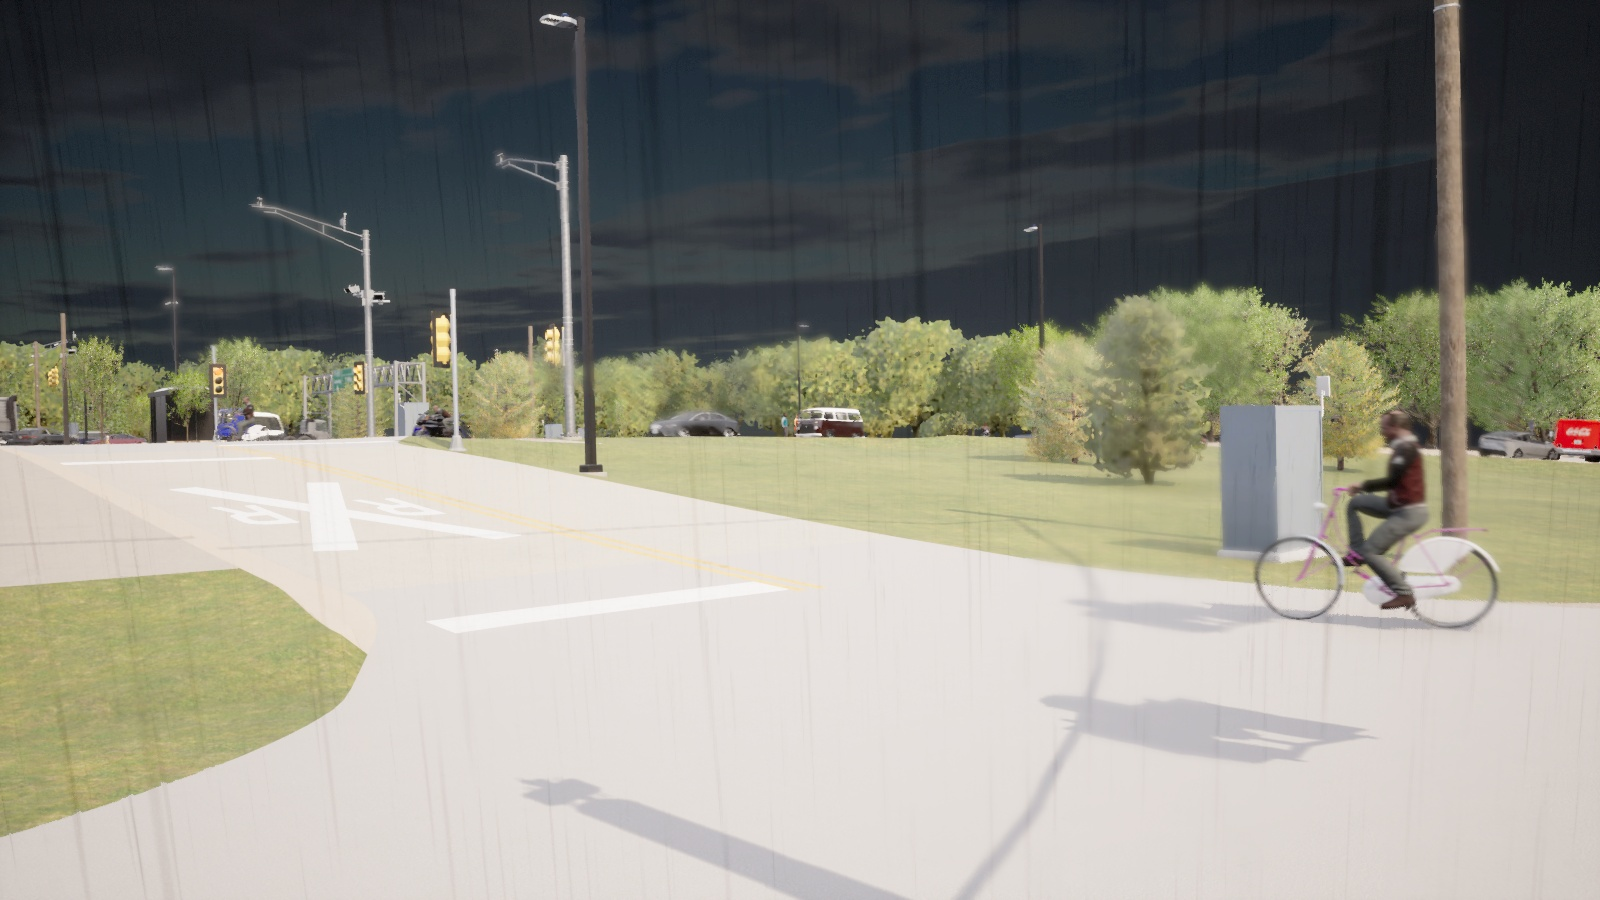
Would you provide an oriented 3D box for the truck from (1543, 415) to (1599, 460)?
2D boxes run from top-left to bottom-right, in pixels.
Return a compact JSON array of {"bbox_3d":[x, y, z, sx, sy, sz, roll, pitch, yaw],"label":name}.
[{"bbox_3d":[46.621,-0.723,75.775,2.627,2.467,5.204,4,1,28],"label":"truck"}]

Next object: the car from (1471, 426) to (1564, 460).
[{"bbox_3d":[37.494,-0.386,65.622,4.514,1.525,2.007,0,6,-28],"label":"car"}]

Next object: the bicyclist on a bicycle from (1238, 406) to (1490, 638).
[{"bbox_3d":[4.627,0.548,10.333,1.843,1.776,0.659,0,0,29],"label":"bicyclist on a bicycle"}]

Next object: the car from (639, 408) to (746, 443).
[{"bbox_3d":[-5.062,-1.113,59.771,2.128,1.511,4.902,-1,-1,43],"label":"car"}]

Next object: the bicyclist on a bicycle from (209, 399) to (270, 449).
[{"bbox_3d":[-20.161,-0.942,45.225,1.843,1.776,0.659,-2,1,-43],"label":"bicyclist on a bicycle"}]

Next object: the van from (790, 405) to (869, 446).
[{"bbox_3d":[1.638,-1.304,68.946,2.069,2.038,4.480,-1,-1,37],"label":"van"}]

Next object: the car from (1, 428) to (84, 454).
[{"bbox_3d":[-50.169,-0.587,83.293,2.152,1.651,5.027,-1,1,5],"label":"car"}]

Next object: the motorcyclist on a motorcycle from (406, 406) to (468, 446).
[{"bbox_3d":[-14.571,-0.959,50.438,2.191,1.530,0.866,-1,0,-38],"label":"motorcyclist on a motorcycle"}]

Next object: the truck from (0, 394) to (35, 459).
[{"bbox_3d":[-45.247,-1.219,70.466,2.891,3.462,7.936,-2,1,-39],"label":"truck"}]
